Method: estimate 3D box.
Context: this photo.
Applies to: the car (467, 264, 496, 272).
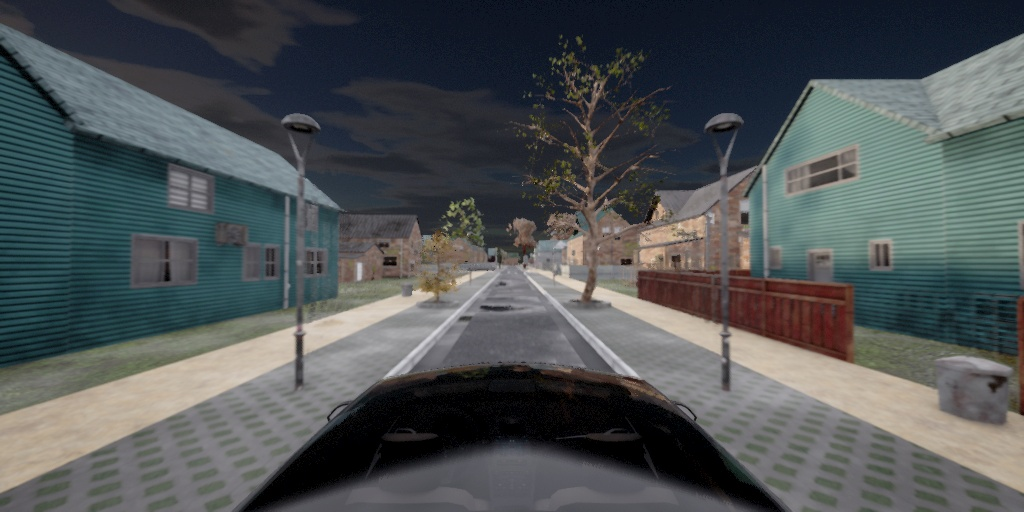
[{"bbox_3d":[-5.361,2.133,63.095,4.902,1.511,2.128,0,-1,1],"label":"car"}]
